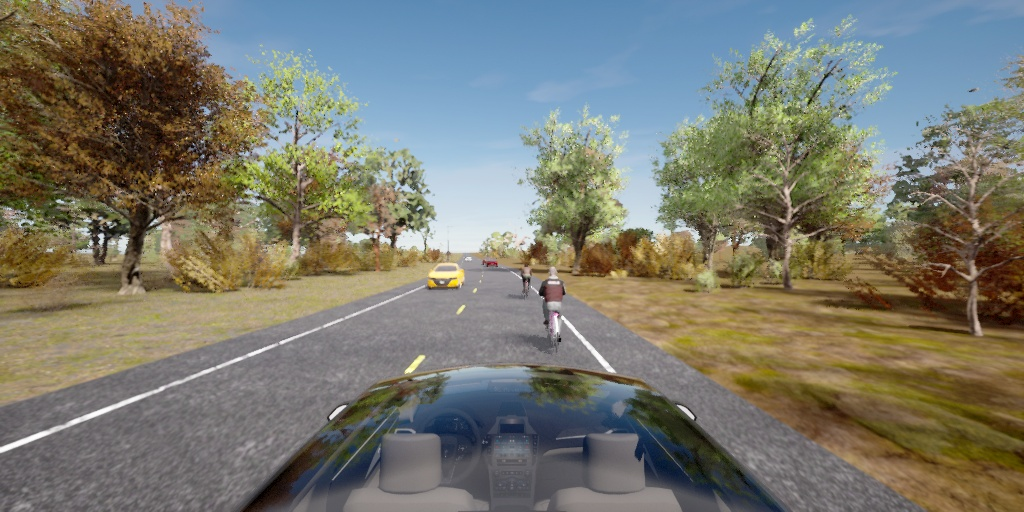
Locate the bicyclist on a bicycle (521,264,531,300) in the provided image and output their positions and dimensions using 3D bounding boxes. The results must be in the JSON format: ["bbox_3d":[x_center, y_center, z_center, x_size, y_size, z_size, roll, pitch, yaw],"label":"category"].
[{"bbox_3d":[0.686,1.202,16.870,0.582,1.620,1.656,0,0,-2],"label":"bicyclist on a bicycle"}]

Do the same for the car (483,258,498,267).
[{"bbox_3d":[-3.569,1.144,62.410,1.882,1.535,5.008,0,0,-7],"label":"car"}]

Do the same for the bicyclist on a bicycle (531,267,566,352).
[{"bbox_3d":[0.889,1.120,8.028,0.659,1.776,1.843,0,0,-1],"label":"bicyclist on a bicycle"}]

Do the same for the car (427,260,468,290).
[{"bbox_3d":[-4.107,1.224,22.903,1.882,1.535,5.008,0,0,-3],"label":"car"}]
